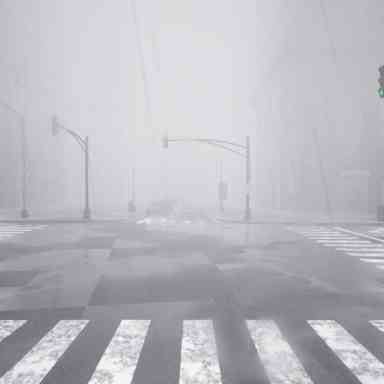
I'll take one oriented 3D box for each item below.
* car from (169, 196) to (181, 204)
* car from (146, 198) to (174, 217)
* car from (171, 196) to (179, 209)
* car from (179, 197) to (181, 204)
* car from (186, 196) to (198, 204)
[{"bbox_3d":[-3.068,1.466,61.981,1.882,1.535,5.008,0,0,1],"label":"car"},{"bbox_3d":[-3.123,1.541,31.334,2.033,1.411,5.357,0,0,0],"label":"car"},{"bbox_3d":[-3.128,1.539,41.406,2.033,1.411,5.357,0,0,0],"label":"car"},{"bbox_3d":[-3.115,1.554,51.489,1.994,1.385,4.181,0,0,1],"label":"car"},{"bbox_3d":[-0.021,1.515,62.664,1.812,1.442,4.674,0,0,0],"label":"car"}]
